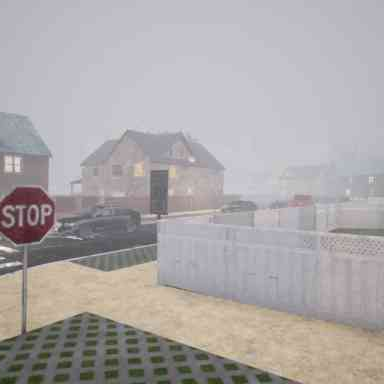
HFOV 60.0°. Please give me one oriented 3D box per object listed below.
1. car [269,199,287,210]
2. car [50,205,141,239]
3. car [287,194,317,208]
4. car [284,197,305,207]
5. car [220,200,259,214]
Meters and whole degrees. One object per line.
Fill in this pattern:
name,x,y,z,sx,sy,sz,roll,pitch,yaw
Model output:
car,10.458,1.542,39.543,1.994,1.385,4.181,2,1,24
car,-4.800,1.444,17.258,2.128,1.511,4.902,2,1,37
car,12.408,1.268,36.621,2.150,2.045,5.566,2,1,26
car,16.907,1.555,55.168,2.033,1.411,5.357,1,0,3
car,4.260,1.453,29.318,1.837,1.490,4.892,2,1,35
